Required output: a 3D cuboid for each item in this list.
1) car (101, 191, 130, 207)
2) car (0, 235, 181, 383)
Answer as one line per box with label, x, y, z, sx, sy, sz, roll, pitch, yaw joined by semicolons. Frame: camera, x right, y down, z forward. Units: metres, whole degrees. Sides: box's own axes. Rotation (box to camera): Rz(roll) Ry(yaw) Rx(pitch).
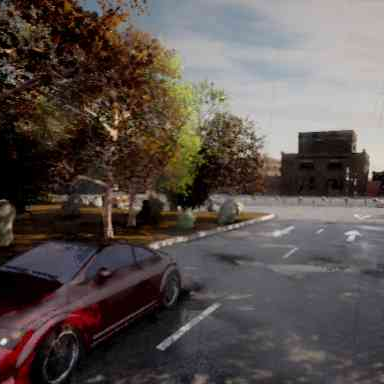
car;-8.280;0.671;37.061;2.097;1.767;4.553;0;1;-40
car;-1.800;1.431;5.169;1.994;1.385;4.181;2;1;25
